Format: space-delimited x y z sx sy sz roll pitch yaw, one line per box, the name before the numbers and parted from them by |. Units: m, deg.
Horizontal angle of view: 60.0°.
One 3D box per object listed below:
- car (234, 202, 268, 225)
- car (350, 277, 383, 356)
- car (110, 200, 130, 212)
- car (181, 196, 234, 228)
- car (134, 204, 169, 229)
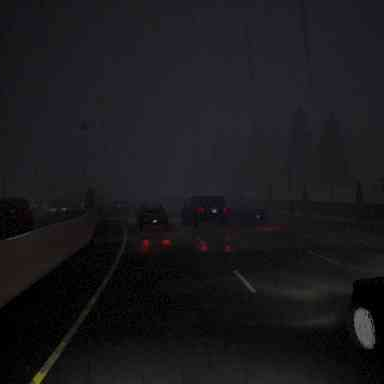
car | 3.865 1.506 24.599 1.882 1.535 5.008 0 0 -13
car | 3.364 1.473 3.042 1.882 1.535 5.008 0 0 -2
car | -8.968 1.640 41.370 2.033 1.411 5.357 0 0 -21
car | 0.749 1.256 22.697 2.150 2.045 5.566 0 0 -13
car | -2.733 1.535 22.072 2.128 1.511 4.902 0 0 -13
